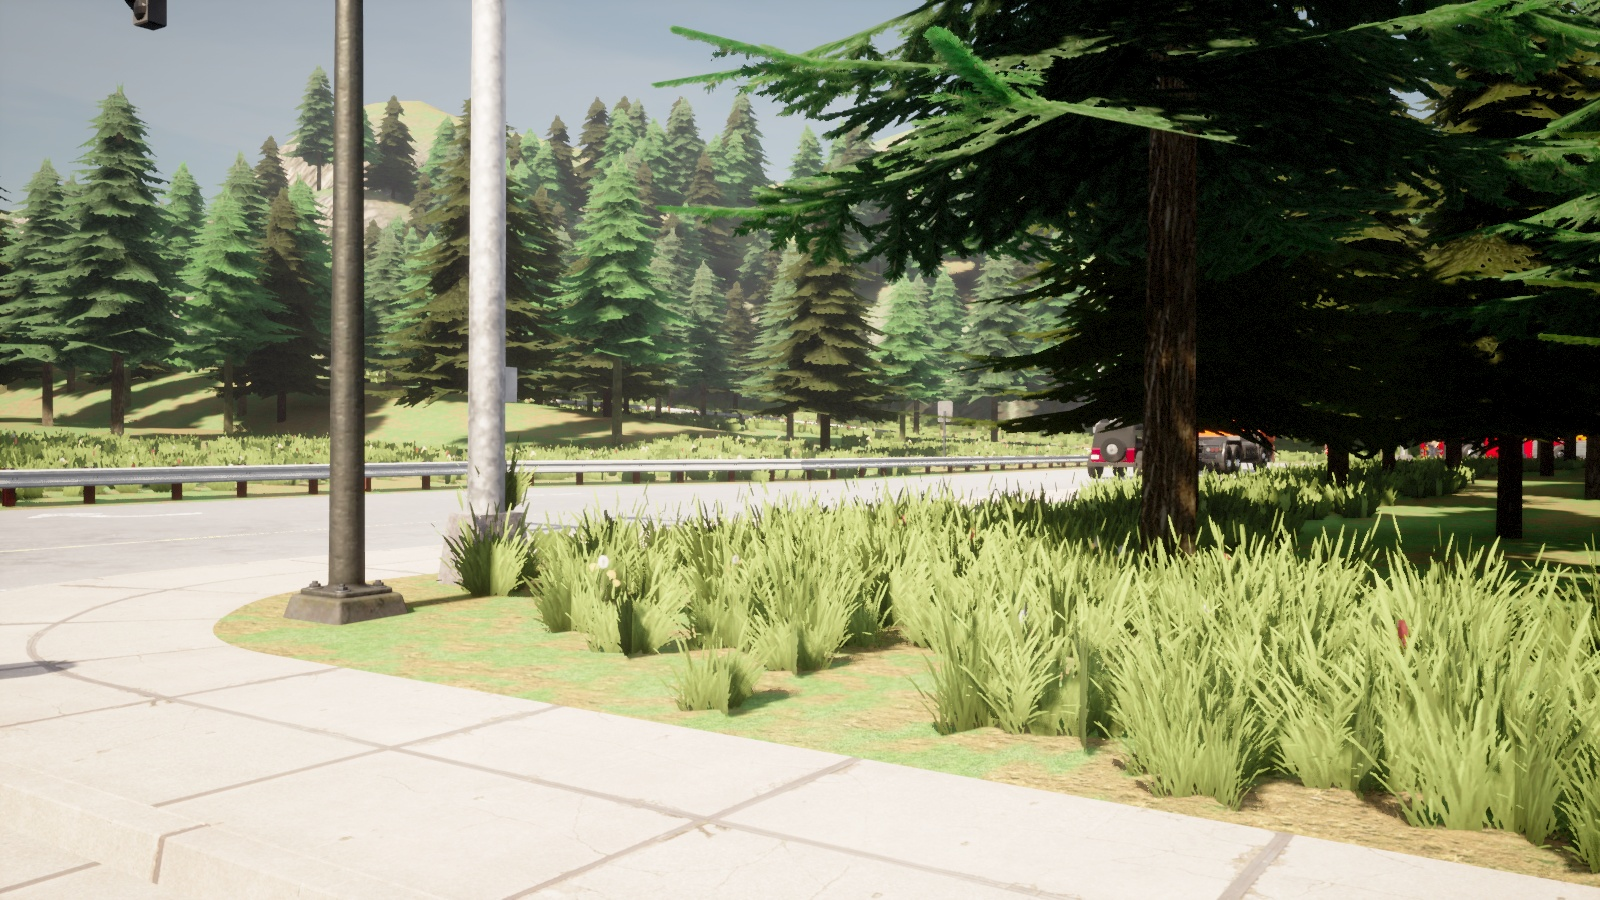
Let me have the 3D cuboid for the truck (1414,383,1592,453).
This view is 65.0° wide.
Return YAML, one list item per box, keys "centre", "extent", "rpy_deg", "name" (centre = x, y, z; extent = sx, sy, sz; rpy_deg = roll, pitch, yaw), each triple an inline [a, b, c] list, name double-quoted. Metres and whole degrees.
- centre: [39.904, -1.797, 71.496]
  extent: [8.468, 3.827, 2.891]
  rpy_deg: [0, 1, 2]
  name: "truck"

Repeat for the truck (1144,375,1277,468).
- centre: [16.632, -1.117, 50.478]
  extent: [2.891, 3.462, 7.936]
  rpy_deg: [0, 1, 35]
  name: "truck"

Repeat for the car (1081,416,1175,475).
- centre: [11.144, -0.181, 42.538]
  extent: [1.905, 1.878, 3.866]
  rpy_deg: [0, 1, 34]
  name: "car"
